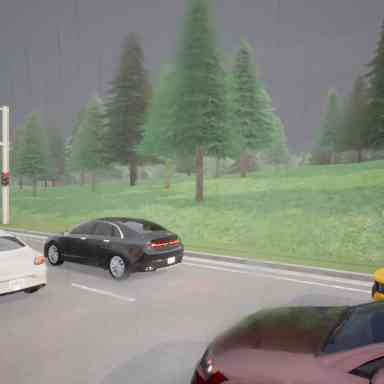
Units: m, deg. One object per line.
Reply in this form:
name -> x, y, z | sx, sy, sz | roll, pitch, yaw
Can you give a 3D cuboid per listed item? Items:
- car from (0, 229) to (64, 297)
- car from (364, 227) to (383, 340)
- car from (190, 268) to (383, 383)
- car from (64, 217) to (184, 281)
car -> -5.125, 1.526, 7.548 | 4.674, 1.442, 1.812 | 0, 0, 36
car -> 5.279, 1.478, 4.523 | 5.008, 1.535, 1.882 | 0, 0, 36
car -> 2.027, 1.564, 2.546 | 4.181, 1.385, 1.994 | 0, 0, 35
car -> -2.492, 1.505, 9.958 | 4.892, 1.490, 1.837 | 0, 0, 36
